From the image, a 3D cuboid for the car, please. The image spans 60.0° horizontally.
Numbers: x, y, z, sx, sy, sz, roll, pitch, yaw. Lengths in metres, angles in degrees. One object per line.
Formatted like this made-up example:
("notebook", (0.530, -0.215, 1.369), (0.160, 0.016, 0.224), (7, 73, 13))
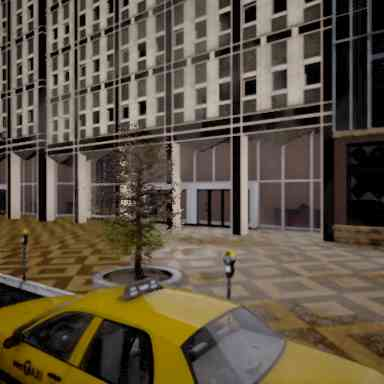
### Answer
("car", (-0.696, 1.551, 3.368), (4.829, 1.417, 1.752), (-1, 0, 36))
